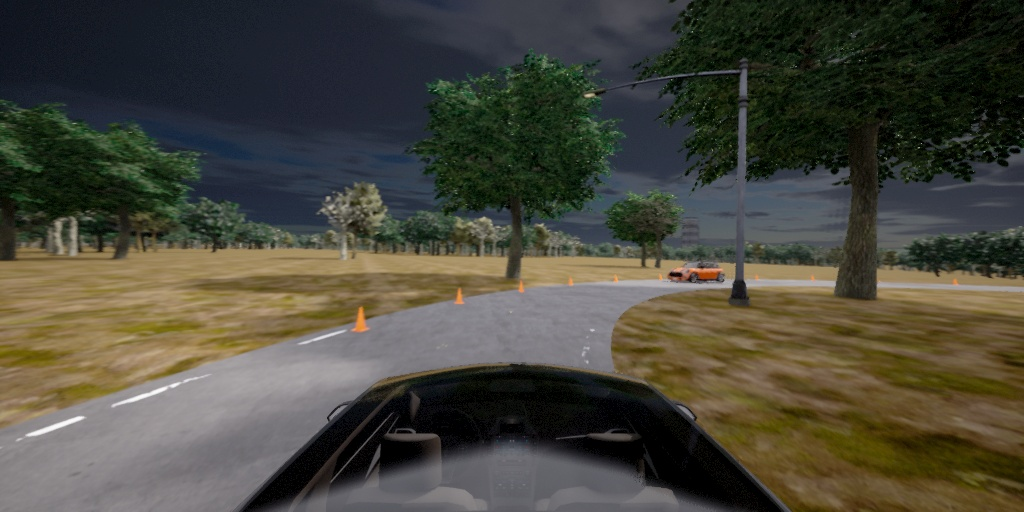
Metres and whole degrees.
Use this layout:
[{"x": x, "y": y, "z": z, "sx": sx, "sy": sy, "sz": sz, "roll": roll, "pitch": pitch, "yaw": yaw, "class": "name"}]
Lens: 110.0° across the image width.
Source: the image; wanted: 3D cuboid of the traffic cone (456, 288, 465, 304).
[{"x": -2.106, "y": 1.597, "z": 14.365, "sx": 0.340, "sy": 0.580, "sz": 0.340, "roll": 0, "pitch": 0, "yaw": 24, "class": "traffic cone"}]

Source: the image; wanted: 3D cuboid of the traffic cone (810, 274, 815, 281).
[{"x": 28.239, "y": 2.026, "z": 33.697, "sx": 0.340, "sy": 0.580, "sz": 0.340, "roll": 0, "pitch": 0, "yaw": 2, "class": "traffic cone"}]

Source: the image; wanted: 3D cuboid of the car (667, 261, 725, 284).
[{"x": 14.549, "y": 1.196, "z": 28.411, "sx": 4.553, "sy": 1.767, "sz": 2.097, "roll": 1, "pitch": 1, "yaw": -24, "class": "car"}]

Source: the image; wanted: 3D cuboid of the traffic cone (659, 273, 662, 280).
[{"x": 12.437, "y": 1.749, "z": 30.068, "sx": 0.340, "sy": 0.580, "sz": 0.340, "roll": 0, "pitch": 0, "yaw": -28, "class": "traffic cone"}]

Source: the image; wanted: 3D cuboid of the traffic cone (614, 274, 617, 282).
[{"x": 7.843, "y": 1.682, "z": 27.120, "sx": 0.340, "sy": 0.580, "sz": 0.340, "roll": 0, "pitch": 0, "yaw": -38, "class": "traffic cone"}]

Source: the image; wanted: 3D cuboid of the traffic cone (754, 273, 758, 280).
[{"x": 22.788, "y": 1.923, "z": 33.407, "sx": 0.340, "sy": 0.580, "sz": 0.340, "roll": 0, "pitch": 0, "yaw": -8, "class": "traffic cone"}]

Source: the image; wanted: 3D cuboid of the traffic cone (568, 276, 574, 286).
[{"x": 3.826, "y": 1.633, "z": 23.428, "sx": 0.340, "sy": 0.580, "sz": 0.340, "roll": 0, "pitch": 0, "yaw": 43, "class": "traffic cone"}]

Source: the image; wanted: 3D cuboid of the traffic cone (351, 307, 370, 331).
[{"x": -3.895, "y": 1.605, "z": 9.234, "sx": 0.340, "sy": 0.580, "sz": 0.340, "roll": 0, "pitch": 0, "yaw": 15, "class": "traffic cone"}]

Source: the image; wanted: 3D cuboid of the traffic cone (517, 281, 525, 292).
[{"x": 0.490, "y": 1.605, "z": 19.138, "sx": 0.340, "sy": 0.580, "sz": 0.340, "roll": 0, "pitch": 0, "yaw": 33, "class": "traffic cone"}]

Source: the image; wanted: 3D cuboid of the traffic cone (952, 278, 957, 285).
[{"x": 38.885, "y": 2.256, "z": 31.475, "sx": 0.340, "sy": 0.580, "sz": 0.340, "roll": 0, "pitch": 0, "yaw": 22, "class": "traffic cone"}]

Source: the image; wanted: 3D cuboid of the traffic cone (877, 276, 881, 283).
[{"x": 33.658, "y": 2.138, "z": 33.047, "sx": 0.340, "sy": 0.580, "sz": 0.340, "roll": 0, "pitch": 0, "yaw": 12, "class": "traffic cone"}]
